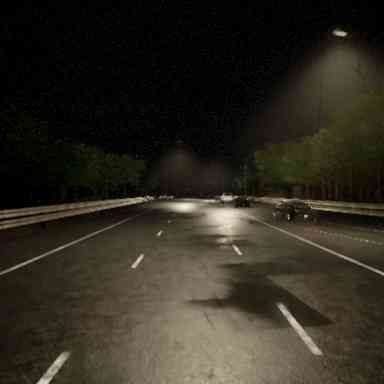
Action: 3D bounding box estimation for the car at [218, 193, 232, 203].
[{"bbox_3d":[7.031,1.245,67.400,2.150,2.045,5.566,0,0,0],"label":"car"}]

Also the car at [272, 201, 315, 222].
[{"bbox_3d":[7.941,1.507,26.433,1.837,1.490,4.892,0,0,-7],"label":"car"}]

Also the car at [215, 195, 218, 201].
[{"bbox_3d":[7.109,1.490,87.389,2.097,1.767,4.553,0,0,0],"label":"car"}]

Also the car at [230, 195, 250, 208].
[{"bbox_3d":[7.006,1.525,47.319,1.812,1.442,4.674,0,0,0],"label":"car"}]
